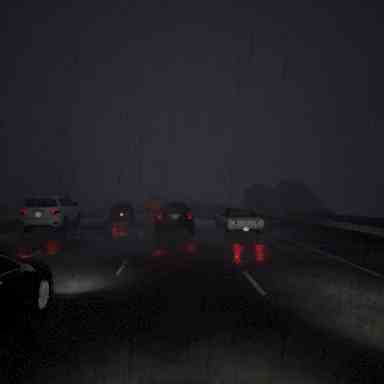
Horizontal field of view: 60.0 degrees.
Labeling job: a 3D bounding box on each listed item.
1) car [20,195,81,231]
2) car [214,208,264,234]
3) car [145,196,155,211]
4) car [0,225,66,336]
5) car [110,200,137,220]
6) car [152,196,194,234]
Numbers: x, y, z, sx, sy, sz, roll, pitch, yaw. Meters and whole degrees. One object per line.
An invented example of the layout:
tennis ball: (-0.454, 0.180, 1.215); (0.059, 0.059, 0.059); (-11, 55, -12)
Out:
car: (-8.150, 1.204, 19.630); (2.150, 2.045, 5.566); (0, 0, -6)
car: (2.485, 1.571, 18.894); (1.895, 1.301, 4.718); (0, 0, -6)
car: (-4.355, 1.301, 39.362); (2.097, 1.767, 4.553); (0, 0, -12)
car: (-3.577, 1.503, 4.587); (1.837, 1.490, 4.892); (0, 0, -2)
car: (-5.779, 1.472, 28.010); (1.837, 1.490, 4.892); (0, 0, -9)
car: (-1.100, 1.326, 19.221); (2.097, 1.767, 4.553); (0, 0, -6)
